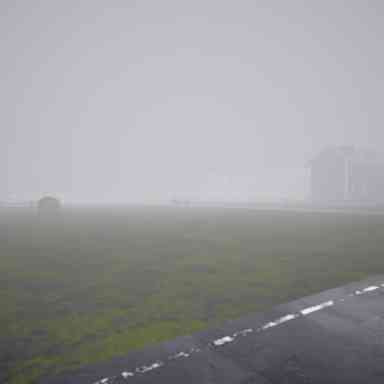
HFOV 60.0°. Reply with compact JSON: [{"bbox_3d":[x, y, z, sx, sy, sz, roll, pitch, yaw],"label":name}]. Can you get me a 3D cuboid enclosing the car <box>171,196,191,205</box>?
[{"bbox_3d":[-2.075,1.526,61.847,2.097,1.767,4.553,1,-1,-36],"label":"car"}]
